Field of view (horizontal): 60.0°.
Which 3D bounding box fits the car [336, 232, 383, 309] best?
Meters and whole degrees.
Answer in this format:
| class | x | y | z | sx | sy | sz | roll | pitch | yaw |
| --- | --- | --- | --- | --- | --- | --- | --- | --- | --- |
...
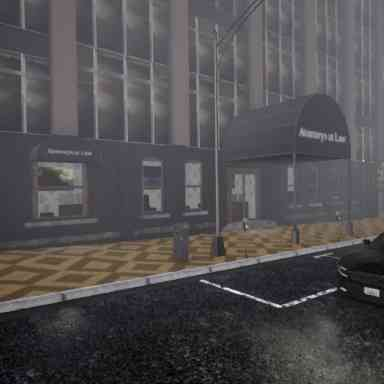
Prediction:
| class | x | y | z | sx | sy | sz | roll | pitch | yaw |
| --- | --- | --- | --- | --- | --- | --- | --- | --- | --- |
| car | 5.112 | 1.475 | 7.301 | 5.008 | 1.535 | 1.882 | 0 | 0 | -37 |
